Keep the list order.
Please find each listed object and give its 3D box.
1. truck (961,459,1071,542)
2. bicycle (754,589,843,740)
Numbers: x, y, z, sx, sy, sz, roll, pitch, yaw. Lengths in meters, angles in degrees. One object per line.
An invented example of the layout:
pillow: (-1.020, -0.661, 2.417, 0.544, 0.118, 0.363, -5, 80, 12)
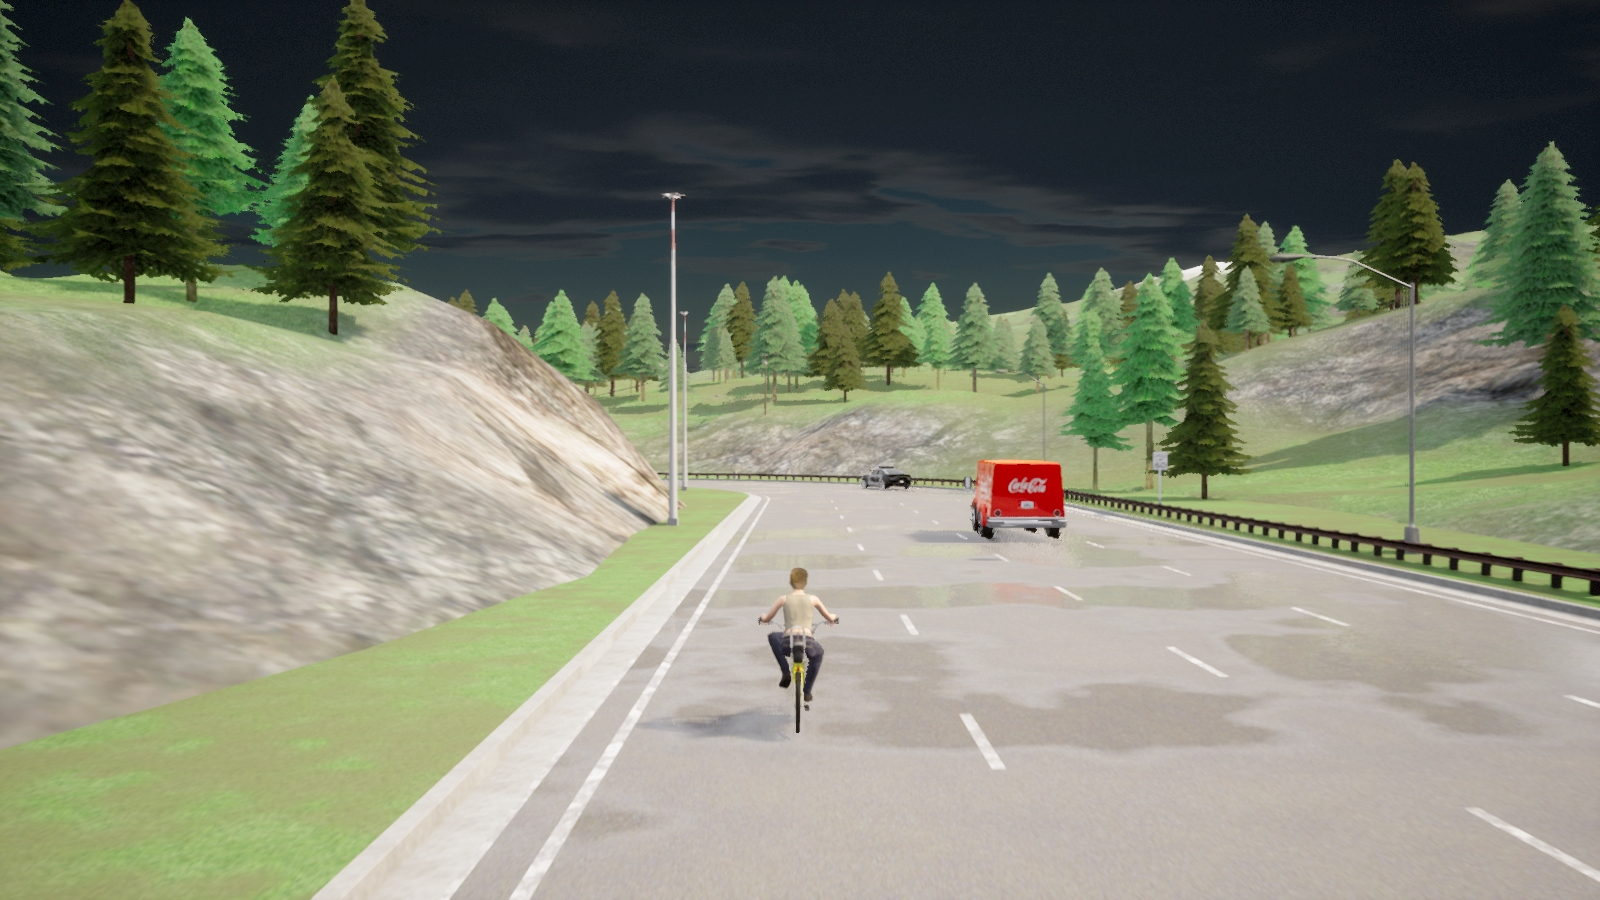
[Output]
truck: (6.999, 1.570, 37.678, 2.627, 2.467, 5.204, 0, 0, 0)
bicycle: (-0.016, 2.158, 11.766, 0.859, 1.276, 1.487, 0, 0, 0)
